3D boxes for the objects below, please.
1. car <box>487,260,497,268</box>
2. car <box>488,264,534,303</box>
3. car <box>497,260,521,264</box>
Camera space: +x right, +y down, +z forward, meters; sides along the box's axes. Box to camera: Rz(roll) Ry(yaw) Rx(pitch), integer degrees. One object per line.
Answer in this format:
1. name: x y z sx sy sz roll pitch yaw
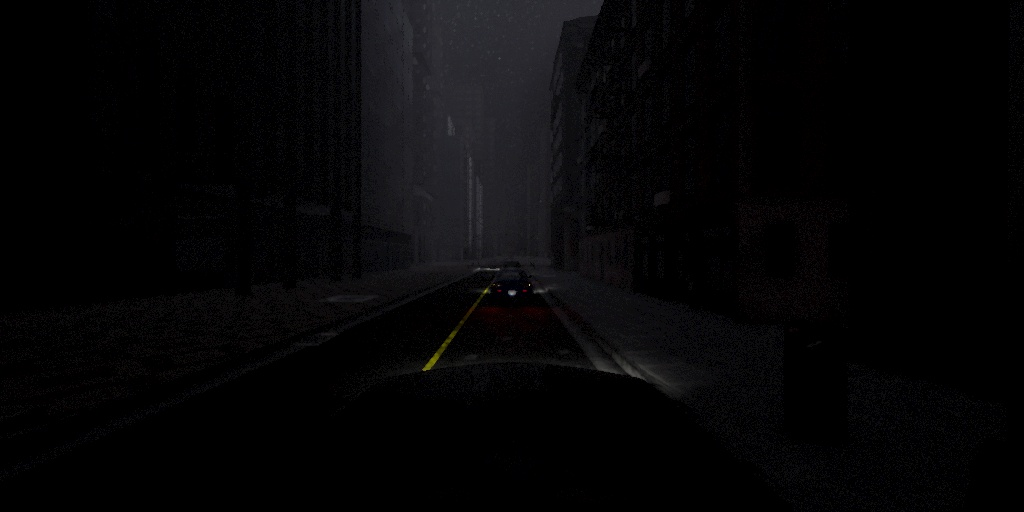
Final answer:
1. car: -3.000 1.388 59.501 1.994 1.385 4.181 0 0 0
2. car: 0.001 1.285 16.501 1.812 1.442 4.674 0 0 0
3. car: 0.001 1.125 31.471 2.097 1.767 4.553 0 0 0
